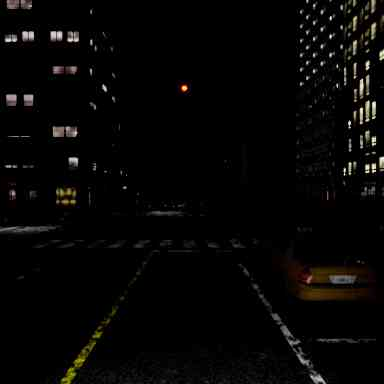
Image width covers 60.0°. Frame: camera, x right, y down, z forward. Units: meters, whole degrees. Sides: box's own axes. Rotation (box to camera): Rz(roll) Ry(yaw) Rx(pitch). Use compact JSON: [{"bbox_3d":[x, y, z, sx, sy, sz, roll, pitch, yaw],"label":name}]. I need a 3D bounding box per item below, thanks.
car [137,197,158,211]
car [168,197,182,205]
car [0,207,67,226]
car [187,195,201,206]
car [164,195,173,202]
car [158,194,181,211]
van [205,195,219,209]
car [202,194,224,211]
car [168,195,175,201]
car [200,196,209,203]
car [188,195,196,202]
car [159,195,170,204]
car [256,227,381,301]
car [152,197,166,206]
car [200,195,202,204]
[{"bbox_3d":[-5.636,1.567,40.502,2.008,1.369,4.403,0,0,0],"label":"car"},{"bbox_3d":[-2.993,1.589,59.594,2.033,1.411,5.357,0,0,0],"label":"car"},{"bbox_3d":[-11.922,1.771,24.712,4.718,1.301,1.895,-1,0,-6],"label":"car"},{"bbox_3d":[0.180,1.638,56.955,1.895,1.301,4.718,0,0,0],"label":"car"},{"bbox_3d":[-5.583,1.516,79.188,1.967,1.590,4.097,0,0,0],"label":"car"},{"bbox_3d":[-3.025,1.238,41.656,2.150,2.045,5.566,0,0,2],"label":"car"},{"bbox_3d":[2.750,1.363,46.016,1.690,1.788,3.998,0,0,0],"label":"van"},{"bbox_3d":[2.742,1.332,40.490,2.192,1.841,5.009,0,0,0],"label":"car"},{"bbox_3d":[-5.567,1.624,90.072,1.752,1.417,4.829,0,0,0],"label":"car"},{"bbox_3d":[2.790,1.611,73.650,1.887,1.381,4.507,0,0,0],"label":"car"},{"bbox_3d":[0.112,1.556,80.177,1.882,1.535,5.008,0,0,0],"label":"car"},{"bbox_3d":[-5.599,1.496,68.135,1.967,1.590,4.097,0,0,0],"label":"car"},{"bbox_3d":[2.698,1.526,8.247,1.752,1.417,4.829,0,0,0],"label":"car"},{"bbox_3d":[-5.613,1.588,57.081,2.008,1.369,4.403,0,0,0],"label":"car"},{"bbox_3d":[2.773,1.361,62.596,2.192,1.841,5.009,0,0,0],"label":"car"}]
